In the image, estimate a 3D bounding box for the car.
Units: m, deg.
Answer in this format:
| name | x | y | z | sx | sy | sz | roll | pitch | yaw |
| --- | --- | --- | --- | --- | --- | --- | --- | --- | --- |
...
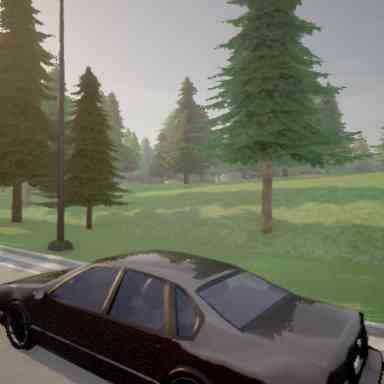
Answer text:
| name | x | y | z | sx | sy | sz | roll | pitch | yaw |
| --- | --- | --- | --- | --- | --- | --- | --- | --- | --- |
| car | -0.581 | 1.528 | 4.409 | 5.357 | 1.411 | 2.033 | 0 | 0 | 36 |
